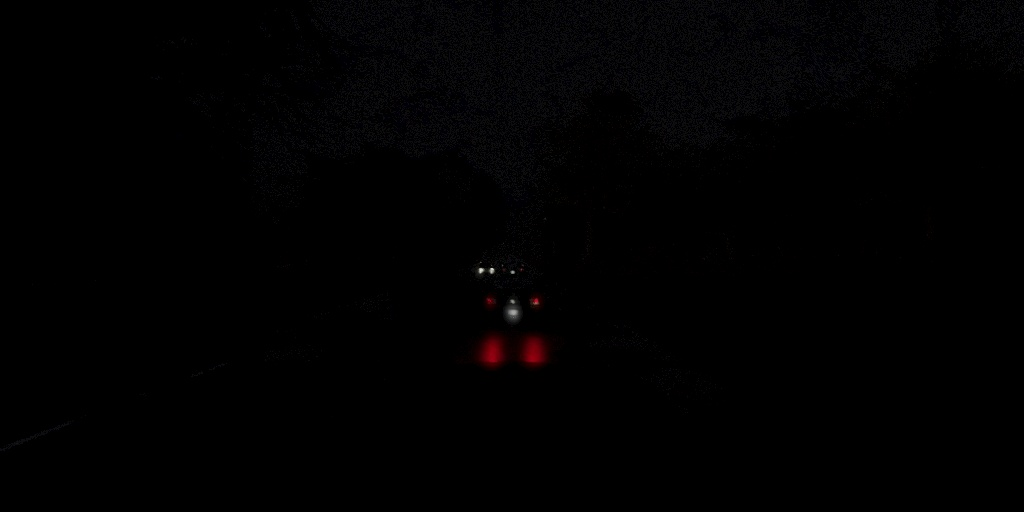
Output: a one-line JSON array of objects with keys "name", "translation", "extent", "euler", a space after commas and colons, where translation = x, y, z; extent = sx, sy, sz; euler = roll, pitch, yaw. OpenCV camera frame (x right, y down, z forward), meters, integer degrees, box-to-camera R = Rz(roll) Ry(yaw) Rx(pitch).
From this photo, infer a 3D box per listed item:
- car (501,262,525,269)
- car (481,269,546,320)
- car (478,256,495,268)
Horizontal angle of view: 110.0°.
[{"name": "car", "translation": [0.071, 1.167, 29.283], "extent": [1.994, 1.385, 4.181], "euler": [0, 0, 0]}, {"name": "car", "translation": [0.060, 1.296, 12.317], "extent": [1.895, 1.301, 4.718], "euler": [0, 0, 1]}, {"name": "car", "translation": [-3.580, 0.829, 51.249], "extent": [2.097, 1.767, 4.553], "euler": [0, 0, 0]}]
